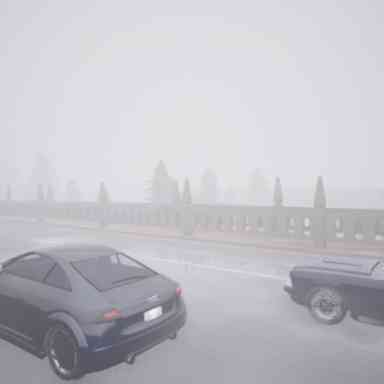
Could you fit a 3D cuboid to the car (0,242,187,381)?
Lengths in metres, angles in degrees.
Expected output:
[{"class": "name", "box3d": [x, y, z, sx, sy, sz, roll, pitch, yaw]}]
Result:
[{"class": "car", "box3d": [-2.138, 1.560, 5.520, 4.181, 1.385, 1.994, 0, 0, 36]}]

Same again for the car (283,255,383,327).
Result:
[{"class": "car", "box3d": [4.016, 1.601, 5.426, 4.718, 1.301, 1.895, 0, 0, 36]}]
